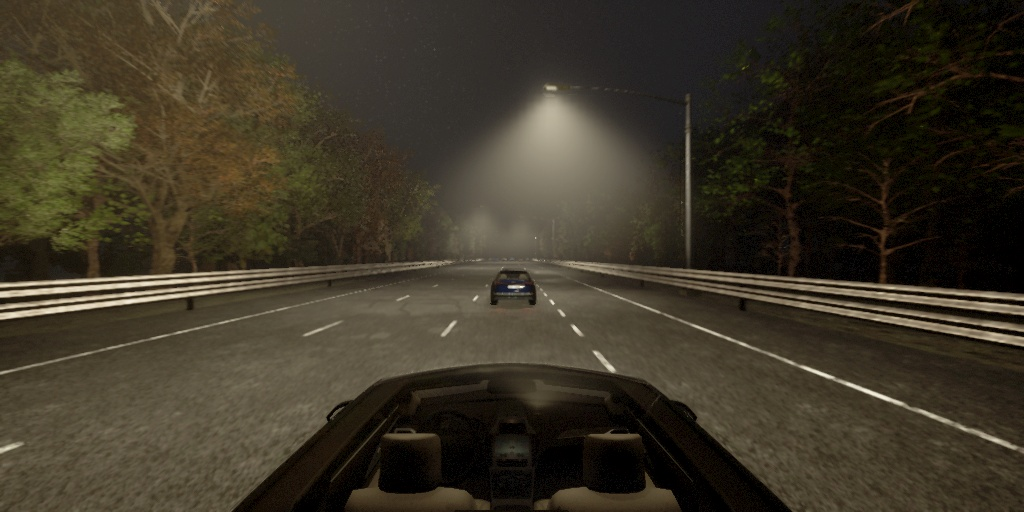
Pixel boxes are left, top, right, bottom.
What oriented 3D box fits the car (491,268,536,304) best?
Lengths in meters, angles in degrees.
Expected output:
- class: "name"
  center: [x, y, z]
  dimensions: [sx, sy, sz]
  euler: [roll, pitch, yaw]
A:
- class: "car"
  center: [0.050, 1.339, 16.689]
  dimensions: [2.033, 1.649, 4.856]
  euler: [0, -1, 0]
